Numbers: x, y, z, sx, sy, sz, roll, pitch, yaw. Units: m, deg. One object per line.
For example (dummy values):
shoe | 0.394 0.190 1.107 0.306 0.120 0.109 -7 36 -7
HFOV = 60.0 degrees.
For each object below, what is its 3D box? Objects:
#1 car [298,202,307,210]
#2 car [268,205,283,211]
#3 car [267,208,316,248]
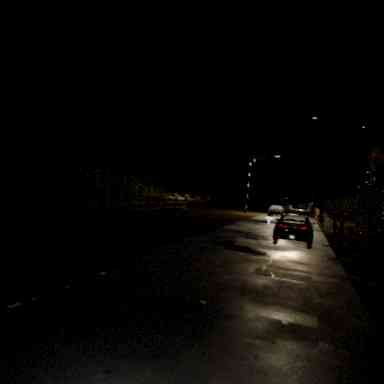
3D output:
car | 28.923 3.782 87.267 2.150 2.045 5.566 5 0 19
car | 10.569 2.366 41.487 2.033 1.411 5.357 5 0 19
car | 5.395 1.909 17.574 2.128 1.511 4.902 5 0 19
